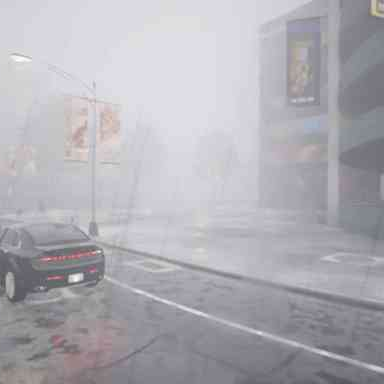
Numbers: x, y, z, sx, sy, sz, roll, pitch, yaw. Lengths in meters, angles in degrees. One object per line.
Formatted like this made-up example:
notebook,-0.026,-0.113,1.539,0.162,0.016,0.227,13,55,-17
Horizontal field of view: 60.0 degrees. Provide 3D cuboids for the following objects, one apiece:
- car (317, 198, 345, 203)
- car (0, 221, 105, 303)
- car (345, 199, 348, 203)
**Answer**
car,17.308,1.522,42.787,4.674,1.452,2.002,0,0,-42
car,-3.986,1.506,8.355,1.837,1.490,4.892,0,-1,-44
car,23.635,1.677,54.000,4.786,1.482,2.161,0,0,-42
